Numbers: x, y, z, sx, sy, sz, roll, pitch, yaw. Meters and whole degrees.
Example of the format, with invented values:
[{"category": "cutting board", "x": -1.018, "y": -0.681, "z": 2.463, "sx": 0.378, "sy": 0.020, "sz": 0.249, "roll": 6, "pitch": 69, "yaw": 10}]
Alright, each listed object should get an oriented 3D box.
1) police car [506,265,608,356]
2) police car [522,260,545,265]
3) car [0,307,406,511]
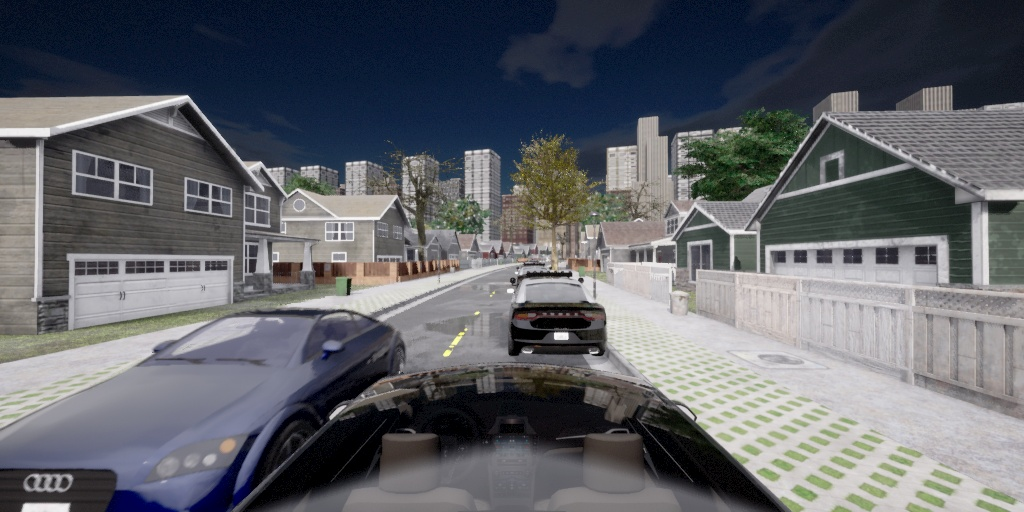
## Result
[{"category": "police car", "x": 0.894, "y": 1.177, "z": 8.751, "sx": 1.930, "sy": 1.638, "sz": 5.238, "roll": 0, "pitch": 0, "yaw": 1}, {"category": "police car", "x": 1.172, "y": 1.182, "z": 18.704, "sx": 1.930, "sy": 1.638, "sz": 5.238, "roll": 0, "pitch": 0, "yaw": 2}, {"category": "car", "x": -2.686, "y": 1.315, "z": 4.067, "sx": 1.994, "sy": 1.385, "sz": 4.181, "roll": 0, "pitch": 0, "yaw": 1}]
